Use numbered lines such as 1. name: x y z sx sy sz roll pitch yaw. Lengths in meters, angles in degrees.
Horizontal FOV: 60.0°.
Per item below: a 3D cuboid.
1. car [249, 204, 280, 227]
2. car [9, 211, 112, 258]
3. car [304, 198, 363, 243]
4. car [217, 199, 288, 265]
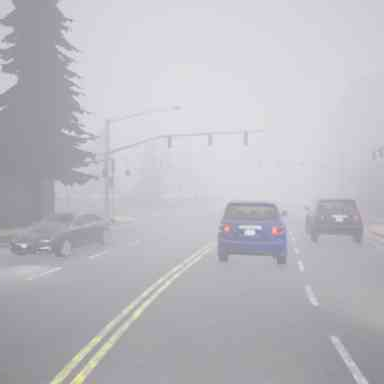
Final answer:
1. car: 5.625 1.675 25.244 2.033 1.411 5.357 0 0 16
2. car: -4.890 1.542 13.170 1.837 1.490 4.892 0 -1 14
3. car: 7.078 1.320 17.001 2.150 2.045 5.566 0 0 15
4. car: 2.300 1.282 12.251 2.150 2.045 5.566 0 0 13
